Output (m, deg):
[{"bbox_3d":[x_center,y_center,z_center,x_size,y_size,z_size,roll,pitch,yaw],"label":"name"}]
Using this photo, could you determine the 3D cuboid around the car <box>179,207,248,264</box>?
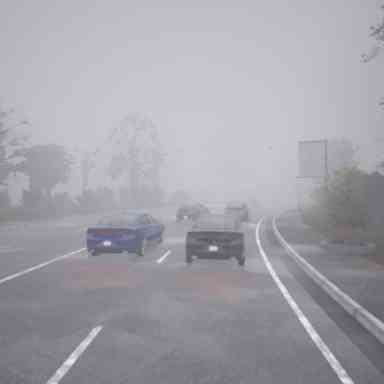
[{"bbox_3d":[0.963,1.518,12.154,1.882,1.535,5.008,0,0,8],"label":"car"}]

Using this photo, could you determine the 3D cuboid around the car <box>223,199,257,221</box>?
[{"bbox_3d":[3.571,1.579,25.867,2.128,1.511,4.902,0,0,15],"label":"car"}]

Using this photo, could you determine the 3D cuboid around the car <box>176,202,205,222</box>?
[{"bbox_3d":[0.157,1.586,26.635,1.837,1.490,4.892,0,0,15],"label":"car"}]

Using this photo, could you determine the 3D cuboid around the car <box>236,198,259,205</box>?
[{"bbox_3d":[10.504,1.743,60.229,2.033,1.411,5.357,0,0,32],"label":"car"}]

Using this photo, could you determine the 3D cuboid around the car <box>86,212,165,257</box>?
[{"bbox_3d":[-2.412,1.514,13.251,1.882,1.535,5.008,0,0,8],"label":"car"}]
